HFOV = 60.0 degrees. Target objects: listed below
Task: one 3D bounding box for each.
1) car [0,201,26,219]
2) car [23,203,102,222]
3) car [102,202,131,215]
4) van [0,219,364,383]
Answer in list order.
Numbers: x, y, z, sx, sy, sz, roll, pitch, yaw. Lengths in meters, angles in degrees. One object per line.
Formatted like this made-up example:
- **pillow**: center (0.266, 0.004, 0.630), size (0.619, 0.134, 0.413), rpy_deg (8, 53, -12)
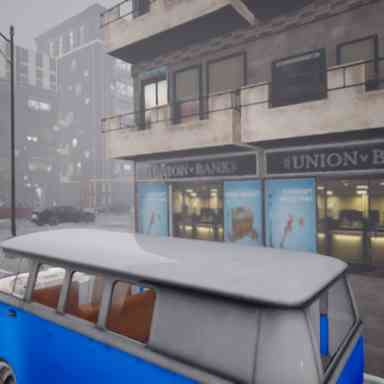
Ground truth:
- **car**: center (-15.337, 1.562, 27.371), size (1.967, 1.590, 4.097), rpy_deg (-2, -1, 36)
- **car**: center (-8.589, 1.551, 22.399), size (1.947, 1.339, 4.313), rpy_deg (-2, -1, 36)
- **car**: center (-8.653, 1.752, 36.451), size (1.947, 1.339, 4.313), rpy_deg (-2, -1, 36)
- **van**: center (-0.505, 1.338, 3.222), size (3.998, 1.788, 1.690), rpy_deg (0, -1, 36)
